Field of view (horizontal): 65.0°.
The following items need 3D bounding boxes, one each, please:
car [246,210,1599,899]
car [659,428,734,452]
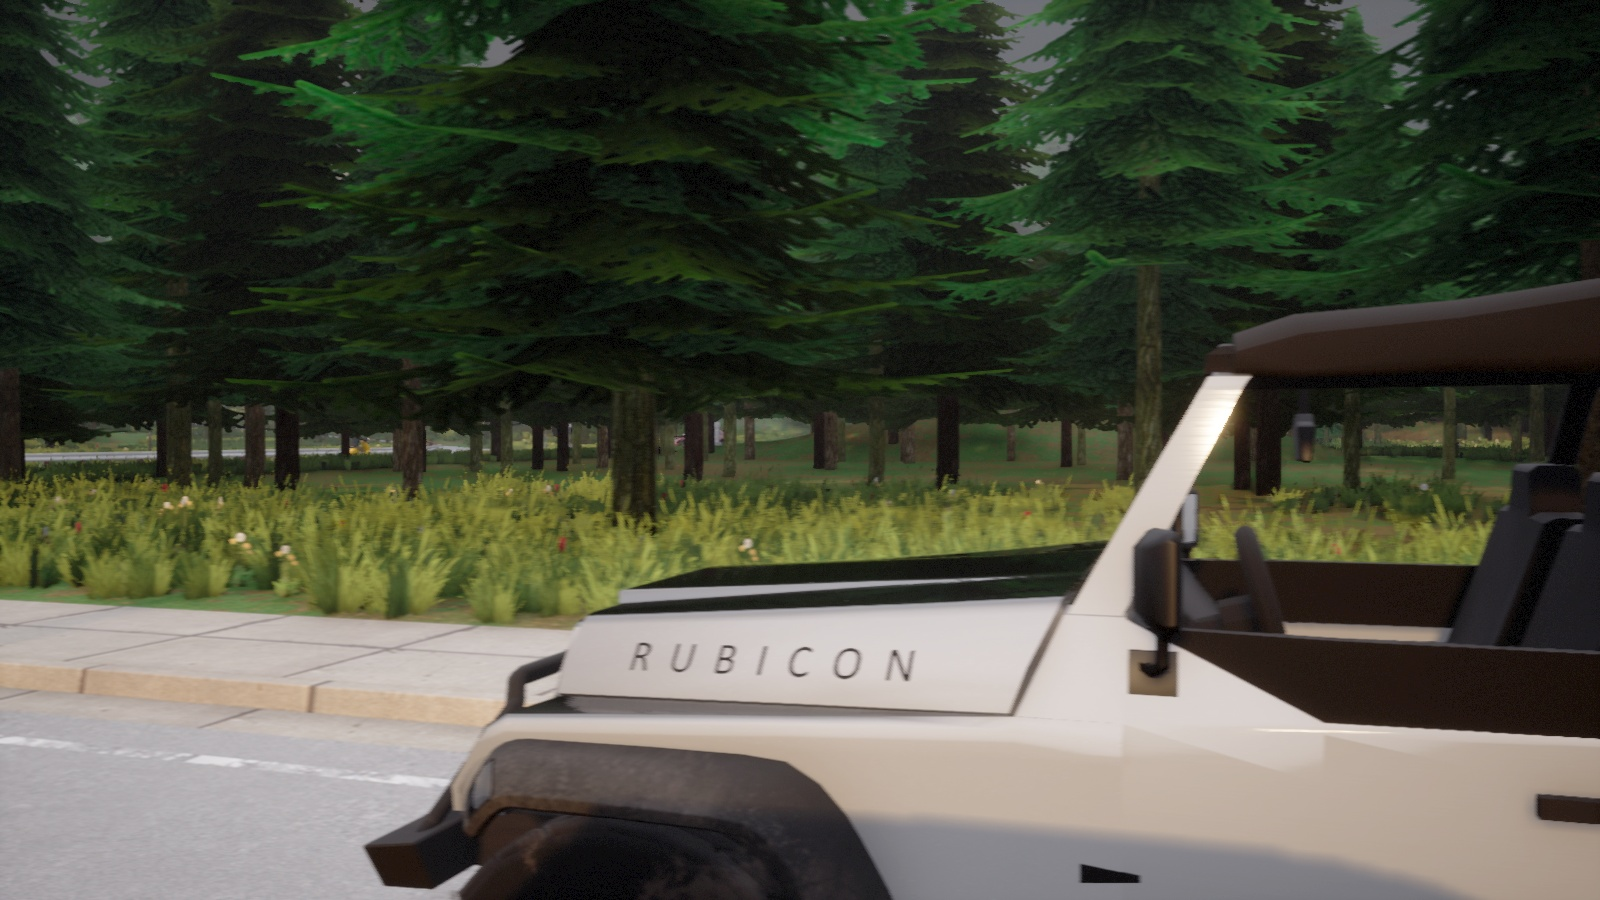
[{"bbox_3d":[1.008,0.580,2.852,3.866,1.878,1.905,1,1,19],"label":"car"},{"bbox_3d":[-7.348,-0.741,89.233,4.856,1.649,2.033,0,1,-26],"label":"car"}]
